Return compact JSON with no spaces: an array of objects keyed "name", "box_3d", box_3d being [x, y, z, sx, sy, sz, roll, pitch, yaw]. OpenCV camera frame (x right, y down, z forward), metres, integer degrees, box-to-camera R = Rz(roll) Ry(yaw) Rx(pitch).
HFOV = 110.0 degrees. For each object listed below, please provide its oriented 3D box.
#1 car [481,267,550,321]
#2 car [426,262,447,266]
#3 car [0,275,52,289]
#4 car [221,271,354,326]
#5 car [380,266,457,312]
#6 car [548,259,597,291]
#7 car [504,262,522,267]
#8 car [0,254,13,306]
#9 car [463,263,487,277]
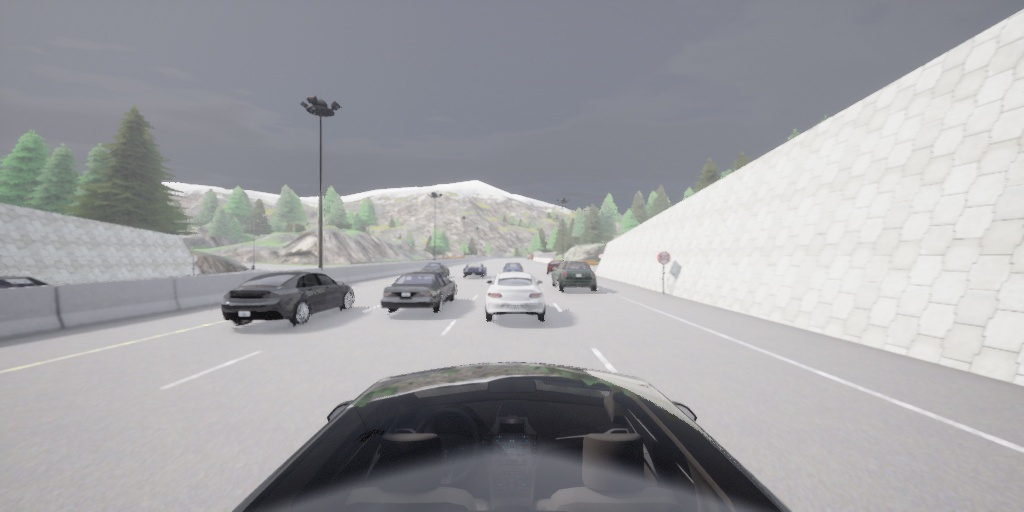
[{"name":"car","box_3d":[0.100,1.257,12.330,1.812,1.442,4.674,0,0,0]},{"name":"car","box_3d":[-6.901,1.261,32.389,1.994,1.385,4.181,0,0,0]},{"name":"car","box_3d":[-17.500,1.336,11.665,1.895,1.301,4.718,0,0,0]},{"name":"car","box_3d":[-6.899,1.237,11.663,1.837,1.490,4.892,0,0,0]},{"name":"car","box_3d":[-3.400,1.276,14.006,2.033,1.411,5.357,0,0,0]},{"name":"car","box_3d":[3.600,1.068,21.458,2.097,1.767,4.553,0,0,0]},{"name":"car","box_3d":[0.100,1.247,30.917,2.033,1.411,5.357,0,0,0]},{"name":"car","box_3d":[-21.001,0.937,11.518,2.150,2.045,5.566,0,0,0]},{"name":"car","box_3d":[-3.399,1.295,33.779,1.895,1.301,4.718,0,0,0]}]
